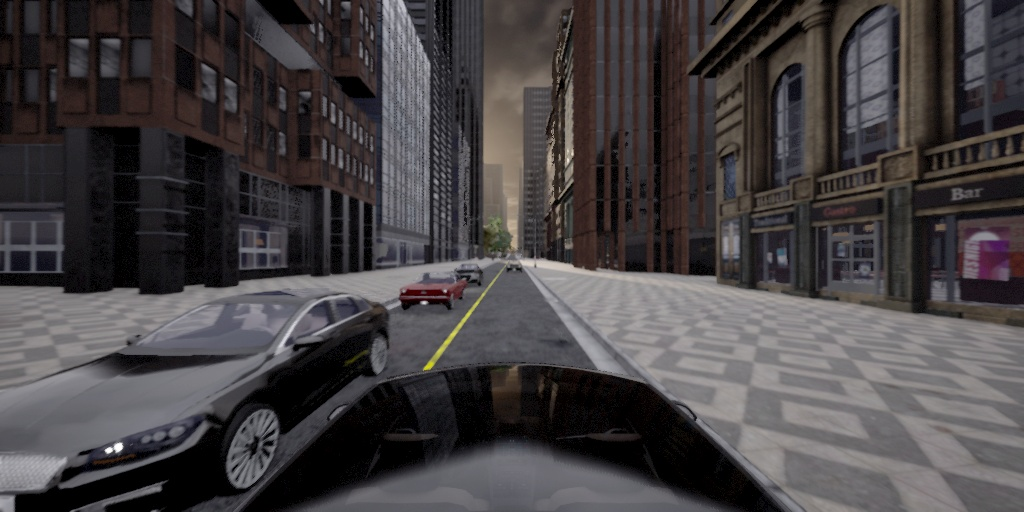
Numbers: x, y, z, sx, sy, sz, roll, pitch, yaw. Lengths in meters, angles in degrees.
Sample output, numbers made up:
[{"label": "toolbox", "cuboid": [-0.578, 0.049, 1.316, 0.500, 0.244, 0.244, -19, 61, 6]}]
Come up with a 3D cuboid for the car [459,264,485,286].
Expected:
[{"label": "car", "cuboid": [-2.965, 1.239, 24.684, 1.994, 1.385, 4.181, 0, 0, 0]}]

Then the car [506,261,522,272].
[{"label": "car", "cuboid": [0.267, 1.229, 42.721, 1.895, 1.301, 4.718, 0, 0, 0]}]

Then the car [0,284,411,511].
[{"label": "car", "cuboid": [-3.095, 1.228, 4.556, 2.128, 1.511, 4.902, 0, 0, 0]}]

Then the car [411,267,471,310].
[{"label": "car", "cuboid": [-3.043, 1.306, 14.640, 1.895, 1.301, 4.718, 0, 0, 0]}]
